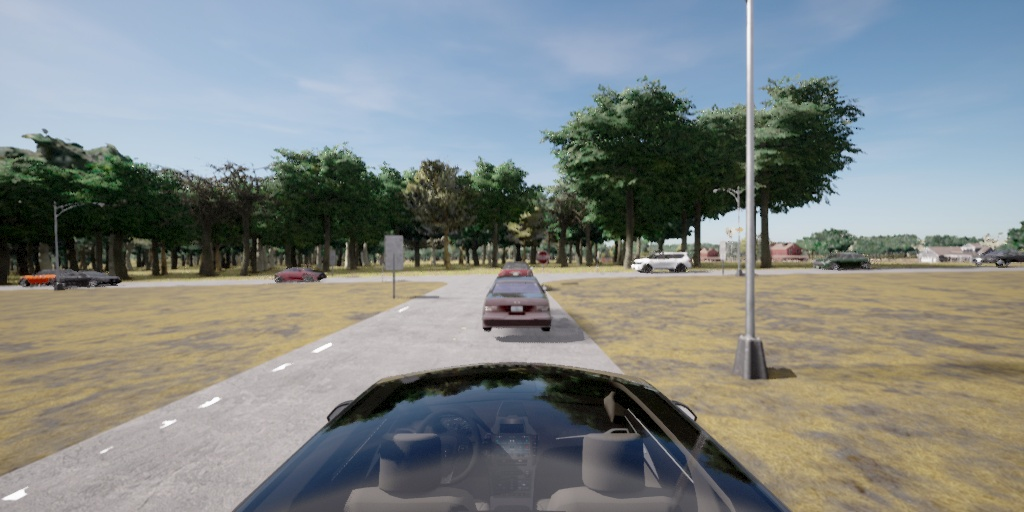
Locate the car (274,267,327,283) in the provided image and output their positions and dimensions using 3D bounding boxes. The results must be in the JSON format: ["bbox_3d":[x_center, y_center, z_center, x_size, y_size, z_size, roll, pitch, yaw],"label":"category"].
[{"bbox_3d":[-19.726,1.744,33.513,4.181,1.385,1.994,-1,1,0],"label":"car"}]

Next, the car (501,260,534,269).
[{"bbox_3d":[0.332,1.116,22.983,2.097,1.767,4.553,0,0,3],"label":"car"}]

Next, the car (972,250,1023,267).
[{"bbox_3d":[49.247,0.168,35.901,4.902,1.511,2.128,-1,1,0],"label":"car"}]

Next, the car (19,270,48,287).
[{"bbox_3d":[-47.081,2.166,36.595,4.553,1.767,2.097,-1,1,1],"label":"car"}]

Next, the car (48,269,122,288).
[{"bbox_3d":[-39.742,2.169,33.662,4.892,1.490,1.837,-1,1,1],"label":"car"}]

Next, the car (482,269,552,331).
[{"bbox_3d":[0.136,1.295,10.961,2.033,1.411,5.357,0,0,0],"label":"car"}]

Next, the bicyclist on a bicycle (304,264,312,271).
[{"bbox_3d":[-22.440,1.648,39.503,0.582,1.620,1.656,-1,0,0],"label":"bicyclist on a bicycle"}]

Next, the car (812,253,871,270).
[{"bbox_3d":[33.036,0.504,36.100,4.553,1.767,2.097,-1,1,1],"label":"car"}]

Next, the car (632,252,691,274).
[{"bbox_3d":[15.065,0.678,36.224,5.566,2.045,2.150,-1,1,1],"label":"car"}]
